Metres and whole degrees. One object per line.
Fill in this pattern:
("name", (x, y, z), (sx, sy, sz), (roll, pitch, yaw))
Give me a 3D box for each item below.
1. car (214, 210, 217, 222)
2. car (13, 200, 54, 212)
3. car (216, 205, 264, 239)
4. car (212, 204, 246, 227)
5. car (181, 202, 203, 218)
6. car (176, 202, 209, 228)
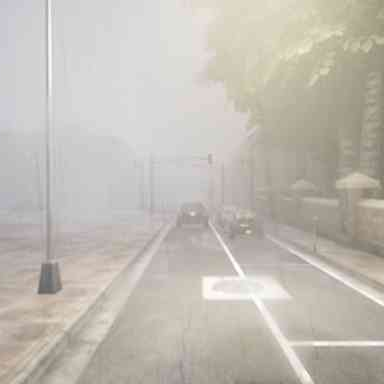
("car", (2.666, 1.610, 22.645), (1.752, 1.417, 4.829), (-1, 0, 0))
("car", (-18.125, 1.605, 38.095), (4.181, 1.385, 1.994), (1, 1, 0))
("car", (2.617, 1.613, 17.483), (2.008, 1.369, 4.403), (-1, 0, 0))
("car", (2.642, 1.644, 24.619), (2.008, 1.369, 4.403), (-1, 0, 0))
("car", (-0.002, 1.687, 32.455), (2.033, 1.411, 5.357), (0, -1, 0))
("car", (0.057, 1.438, 23.022), (2.097, 1.767, 4.553), (0, 0, 0))
